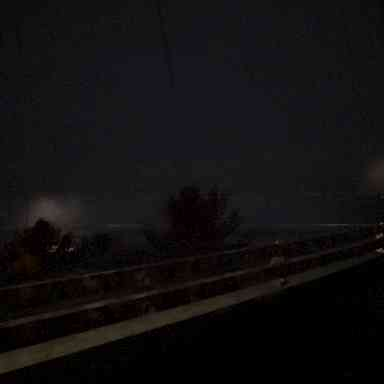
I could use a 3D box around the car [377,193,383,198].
[{"bbox_3d":[43.272,0.949,74.696,1.994,1.385,4.181,0,0,6],"label":"car"}]
